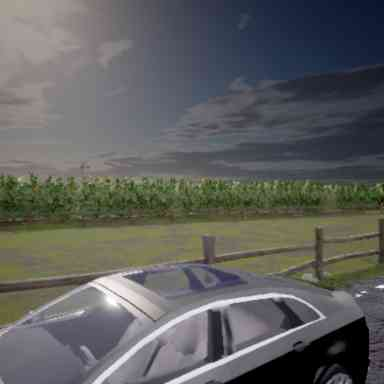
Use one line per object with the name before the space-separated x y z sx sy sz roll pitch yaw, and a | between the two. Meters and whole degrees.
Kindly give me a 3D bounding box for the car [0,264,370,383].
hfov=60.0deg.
car | -0.382 1.500 2.837 4.902 1.511 2.128 0 0 -36
